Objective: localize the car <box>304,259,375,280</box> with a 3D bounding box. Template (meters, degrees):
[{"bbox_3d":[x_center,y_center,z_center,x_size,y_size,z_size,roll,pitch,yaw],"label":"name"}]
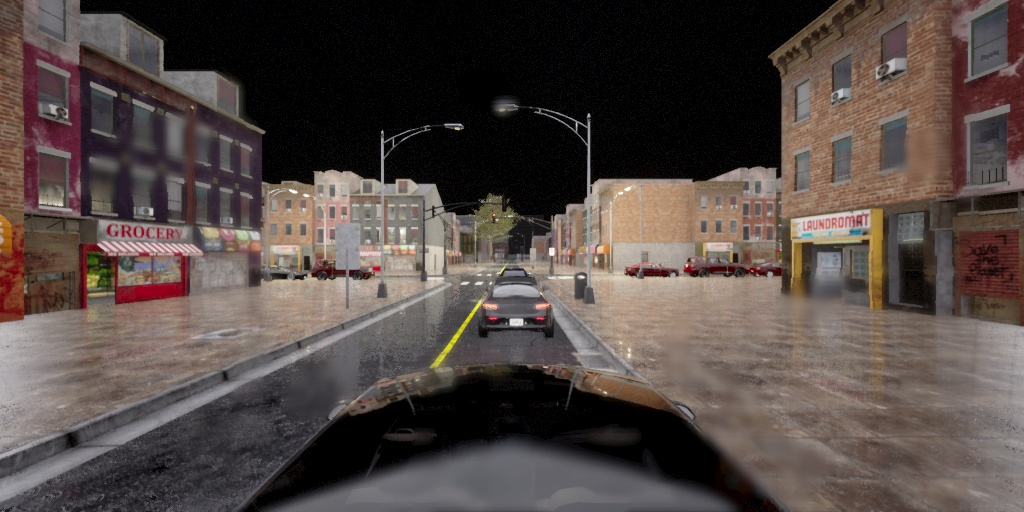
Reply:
[{"bbox_3d":[-14.454,1.180,30.701,5.009,1.841,2.192,0,0,0],"label":"car"}]

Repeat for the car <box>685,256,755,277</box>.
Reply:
[{"bbox_3d":[17.388,0.948,30.750,5.009,1.841,2.192,0,0,0],"label":"car"}]

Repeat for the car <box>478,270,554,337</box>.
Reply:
[{"bbox_3d":[0.099,1.278,10.127,1.812,1.442,4.674,0,0,0],"label":"car"}]

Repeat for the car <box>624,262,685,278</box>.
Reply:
[{"bbox_3d":[11.954,1.217,30.741,4.507,1.381,1.888,0,0,0],"label":"car"}]

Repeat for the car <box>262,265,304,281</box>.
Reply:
[{"bbox_3d":[-19.880,1.473,30.693,4.313,1.339,1.948,0,0,0],"label":"car"}]

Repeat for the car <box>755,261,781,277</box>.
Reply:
[{"bbox_3d":[22.822,1.142,30.758,4.507,1.381,1.888,0,0,0],"label":"car"}]

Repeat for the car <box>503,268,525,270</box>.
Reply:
[{"bbox_3d":[0.104,1.322,18.887,1.994,1.385,4.181,0,0,0],"label":"car"}]
